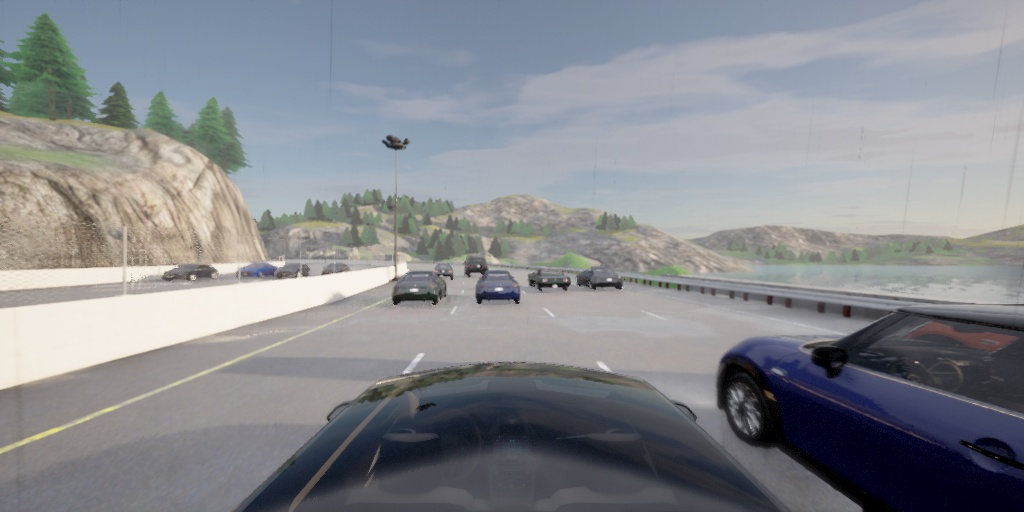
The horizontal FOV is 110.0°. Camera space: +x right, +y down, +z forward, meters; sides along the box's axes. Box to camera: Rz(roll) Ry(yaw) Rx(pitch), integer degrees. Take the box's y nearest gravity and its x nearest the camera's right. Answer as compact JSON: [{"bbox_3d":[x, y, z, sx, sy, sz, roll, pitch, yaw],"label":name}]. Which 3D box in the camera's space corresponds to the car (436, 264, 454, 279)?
[{"bbox_3d":[-6.624,1.455,34.533,2.033,1.411,5.357,0,0,-11],"label":"car"}]

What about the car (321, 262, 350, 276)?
[{"bbox_3d":[-18.030,1.429,36.905,1.837,1.490,4.892,0,0,-12],"label":"car"}]

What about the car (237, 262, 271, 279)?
[{"bbox_3d":[-24.792,1.397,35.099,1.882,1.535,5.008,0,0,-12],"label":"car"}]

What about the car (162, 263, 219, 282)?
[{"bbox_3d":[-27.523,1.406,30.913,1.837,1.490,4.892,0,0,-11],"label":"car"}]

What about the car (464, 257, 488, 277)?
[{"bbox_3d":[-3.930,1.148,38.868,2.150,2.045,5.566,0,0,-12],"label":"car"}]

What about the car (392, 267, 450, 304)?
[{"bbox_3d":[-4.212,1.387,16.782,1.994,1.385,4.181,0,0,-5],"label":"car"}]

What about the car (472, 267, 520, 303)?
[{"bbox_3d":[-0.731,1.387,17.150,1.994,1.385,4.181,0,0,-5],"label":"car"}]

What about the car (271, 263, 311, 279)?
[{"bbox_3d":[-21.204,1.422,35.011,1.837,1.490,4.892,0,0,-12],"label":"car"}]

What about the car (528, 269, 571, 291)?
[{"bbox_3d":[2.225,1.449,22.851,1.895,1.301,4.718,0,0,-7],"label":"car"}]

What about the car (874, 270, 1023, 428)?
[{"bbox_3d":[6.985,1.108,3.576,2.097,1.767,4.553,0,0,-1],"label":"car"}]

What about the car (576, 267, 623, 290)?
[{"bbox_3d":[5.620,1.413,23.587,1.994,1.385,4.181,0,0,-7],"label":"car"}]

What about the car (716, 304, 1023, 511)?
[{"bbox_3d":[3.498,1.103,2.422,2.097,1.767,4.553,0,0,-1],"label":"car"}]
